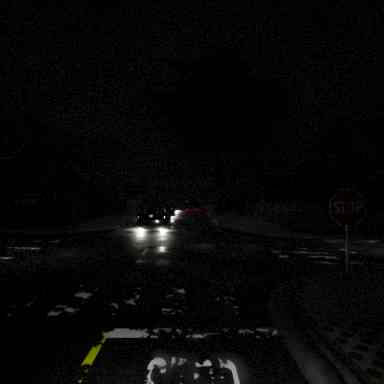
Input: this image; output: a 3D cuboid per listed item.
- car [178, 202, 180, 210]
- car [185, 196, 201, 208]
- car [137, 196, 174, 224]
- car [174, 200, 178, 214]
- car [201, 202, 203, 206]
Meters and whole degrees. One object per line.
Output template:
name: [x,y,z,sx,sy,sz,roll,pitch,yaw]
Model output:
car: [-2.843,1.891,50.260,2.128,1.511,4.902,0,0,0]
car: [-0.029,1.695,56.626,2.150,2.045,5.566,0,-1,1]
car: [-2.864,1.359,26.082,2.150,2.045,5.566,0,-1,0]
car: [-2.870,1.731,36.914,1.882,1.535,5.008,0,-1,0]
car: [0.868,2.182,67.187,1.994,1.385,4.181,0,-1,13]
